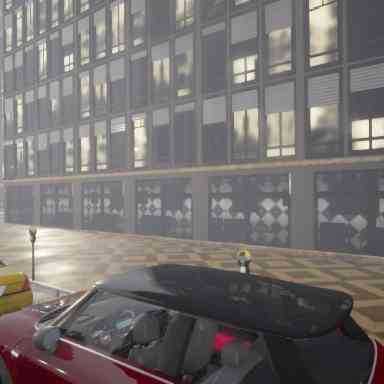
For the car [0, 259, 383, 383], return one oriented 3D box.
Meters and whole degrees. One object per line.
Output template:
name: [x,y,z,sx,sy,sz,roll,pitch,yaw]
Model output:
car: [-0.350,1.441,3.143,4.097,1.590,1.967,0,-1,35]
